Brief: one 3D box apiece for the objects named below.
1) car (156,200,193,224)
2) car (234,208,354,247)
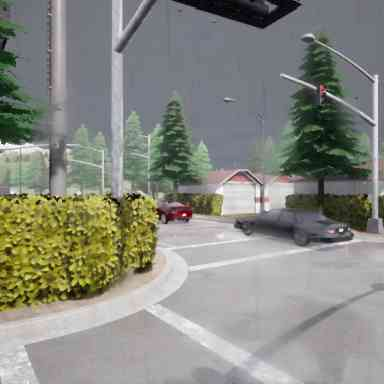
[{"bbox_3d":[-1.934,1.305,23.388,1.882,1.535,5.008,-1,1,-35],"label":"car"},{"bbox_3d":[4.264,1.421,14.795,2.033,1.411,5.357,0,2,-35],"label":"car"}]
